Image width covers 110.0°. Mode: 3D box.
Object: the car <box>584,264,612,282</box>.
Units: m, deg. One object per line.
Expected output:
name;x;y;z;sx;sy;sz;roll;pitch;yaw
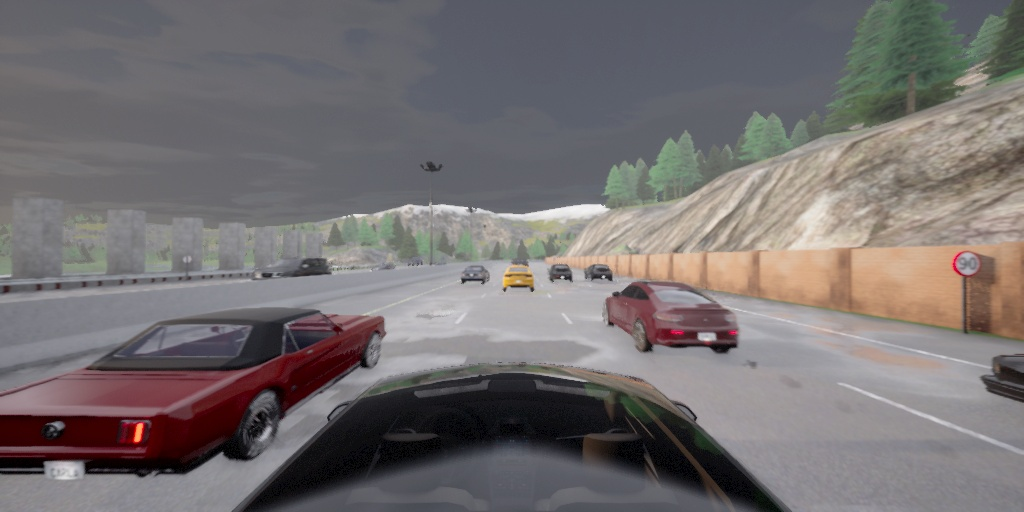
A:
car;7.690;1.489;32.273;1.837;1.490;4.892;0;0;2

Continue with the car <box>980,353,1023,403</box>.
car;7.060;1.314;2.163;2.033;1.411;5.357;0;0;1

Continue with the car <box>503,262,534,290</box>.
car;0.449;1.387;23.814;1.882;1.535;5.008;0;0;2

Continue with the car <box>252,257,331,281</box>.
car;-13.761;1.100;22.899;2.150;2.045;5.566;0;-1;2

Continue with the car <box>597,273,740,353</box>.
car;3.630;1.334;8.919;1.812;1.442;4.674;0;0;1

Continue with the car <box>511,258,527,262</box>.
car;1.000;1.301;47.264;2.150;2.045;5.566;0;0;0

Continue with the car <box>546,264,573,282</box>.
car;4.168;1.477;31.521;1.837;1.490;4.892;0;0;2

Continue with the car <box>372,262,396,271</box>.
car;-16.712;1.536;47.069;2.128;1.511;4.902;0;0;1

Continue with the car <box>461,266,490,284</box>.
car;-2.901;1.488;29.005;2.033;1.411;5.357;0;0;2

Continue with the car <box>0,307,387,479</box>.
car;-3.405;1.368;4.966;1.895;1.301;4.718;0;0;0
